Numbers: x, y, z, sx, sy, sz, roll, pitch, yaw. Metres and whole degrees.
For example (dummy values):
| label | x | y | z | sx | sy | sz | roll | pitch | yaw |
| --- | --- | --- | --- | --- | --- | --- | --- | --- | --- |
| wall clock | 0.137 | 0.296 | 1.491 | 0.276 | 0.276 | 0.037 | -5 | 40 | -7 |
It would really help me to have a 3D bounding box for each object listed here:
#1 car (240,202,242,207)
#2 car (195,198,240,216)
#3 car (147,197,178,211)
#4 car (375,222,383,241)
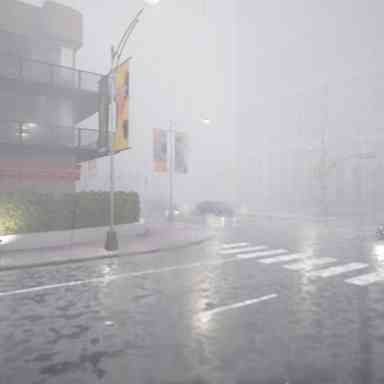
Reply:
| label | x | y | z | sx | sy | sz | roll | pitch | yaw |
| --- | --- | --- | --- | --- | --- | --- | --- | --- | --- |
| car | 5.397 | 1.690 | 49.461 | 1.812 | 1.442 | 4.674 | 0 | 0 | -35 |
| car | 2.232 | 1.611 | 33.690 | 1.837 | 1.490 | 4.892 | 0 | 0 | -35 |
| car | -3.543 | 1.670 | 41.959 | 1.994 | 1.385 | 4.181 | 0 | 0 | -35 |
| car | 10.577 | 1.652 | 15.832 | 4.181 | 1.385 | 1.994 | 0 | 0 | -35 |
